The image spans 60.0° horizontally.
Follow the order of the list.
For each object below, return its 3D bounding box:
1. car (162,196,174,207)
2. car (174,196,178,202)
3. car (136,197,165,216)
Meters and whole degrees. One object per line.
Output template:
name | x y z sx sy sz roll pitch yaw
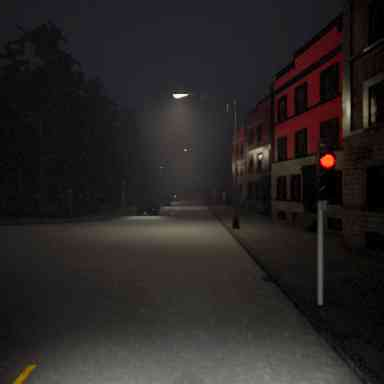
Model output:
car | -4.047 1.369 47.993 1.812 1.442 4.674 0 0 0
car | -3.940 1.380 67.701 1.895 1.301 4.718 0 0 0
car | -4.070 1.444 31.737 2.033 1.411 5.357 0 0 0
